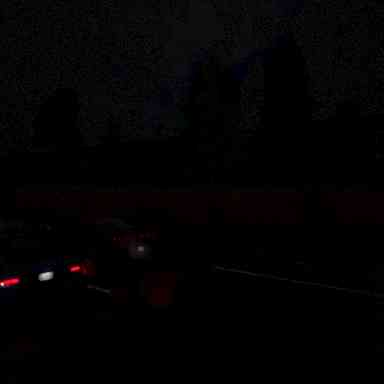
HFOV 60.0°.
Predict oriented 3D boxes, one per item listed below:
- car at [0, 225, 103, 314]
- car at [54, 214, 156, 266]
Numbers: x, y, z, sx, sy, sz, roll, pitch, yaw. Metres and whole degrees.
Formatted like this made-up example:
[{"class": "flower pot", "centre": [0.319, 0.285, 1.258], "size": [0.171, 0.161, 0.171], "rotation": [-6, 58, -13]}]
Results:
[{"class": "car", "centre": [-4.561, 1.499, 7.325], "size": [5.357, 1.411, 2.033], "rotation": [1, 0, 37]}, {"class": "car", "centre": [-3.397, 1.437, 10.821], "size": [5.008, 1.535, 1.882], "rotation": [1, 0, 37]}]
